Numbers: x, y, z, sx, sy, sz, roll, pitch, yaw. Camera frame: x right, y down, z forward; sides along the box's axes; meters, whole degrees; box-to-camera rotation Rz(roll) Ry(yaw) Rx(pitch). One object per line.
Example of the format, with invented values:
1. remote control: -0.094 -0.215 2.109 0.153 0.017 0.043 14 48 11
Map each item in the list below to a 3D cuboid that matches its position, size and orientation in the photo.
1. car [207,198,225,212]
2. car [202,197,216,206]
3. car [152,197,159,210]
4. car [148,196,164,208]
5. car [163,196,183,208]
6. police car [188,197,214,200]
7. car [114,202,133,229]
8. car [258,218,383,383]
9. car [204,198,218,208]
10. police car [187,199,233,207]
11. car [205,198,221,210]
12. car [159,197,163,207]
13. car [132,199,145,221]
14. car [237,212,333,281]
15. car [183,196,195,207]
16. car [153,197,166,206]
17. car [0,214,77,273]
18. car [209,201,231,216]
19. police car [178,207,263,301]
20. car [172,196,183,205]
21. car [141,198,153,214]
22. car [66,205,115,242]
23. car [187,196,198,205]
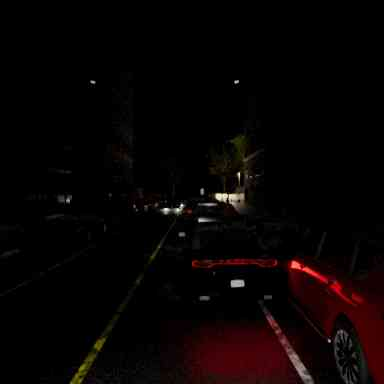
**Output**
1. car: 2.722 1.501 38.315 1.752 1.417 4.829 0 0 0
2. car: 2.759 1.542 54.700 1.947 1.339 4.313 0 0 0
3. car: -5.304 1.416 38.160 1.967 1.590 4.097 0 0 0
4. car: -5.279 1.416 49.198 1.967 1.590 4.097 0 0 0
5. car: -2.733 1.328 46.325 2.097 1.767 4.553 0 0 0
6. police car: 0.878 1.407 24.517 1.930 1.638 5.238 0 0 0
7. car: -5.341 1.528 21.605 1.887 1.381 4.507 0 0 0
8. car: 2.646 1.311 5.036 2.192 1.841 5.009 0 0 0
9. car: 2.747 1.558 49.181 1.802 1.307 4.206 0 0 0
10. police car: 0.864 1.411 18.517 1.930 1.638 5.238 0 0 0
11. car: 2.734 1.520 43.663 1.887 1.381 4.507 0 0 0
12. car: -5.292 1.501 43.509 1.752 1.417 4.829 0 0 0
13. car: -5.328 1.546 27.123 1.947 1.339 4.313 0 0 0
14. car: 2.655 1.517 10.722 1.752 1.417 4.829 0 0 0
15. car: 0.105 1.577 45.619 1.895 1.301 4.718 0 0 0
16. car: -5.266 1.558 54.717 1.802 1.307 4.206 0 0 0
17. car: -5.366 1.574 10.566 1.802 1.307 4.206 0 0 0
18. car: 2.709 1.559 32.627 1.802 1.307 4.206 0 0 0
19. police car: 0.693 1.418 8.481 1.930 1.638 5.238 0 0 -3
20. car: -2.615 1.482 60.416 1.837 1.490 4.892 0 0 0
21. car: -5.316 1.528 32.641 2.008 1.369 4.403 0 0 0
22. car: -5.354 1.538 16.085 2.008 1.369 4.403 0 0 0
23. car: 0.134 1.502 59.779 1.812 1.442 4.674 0 0 0
